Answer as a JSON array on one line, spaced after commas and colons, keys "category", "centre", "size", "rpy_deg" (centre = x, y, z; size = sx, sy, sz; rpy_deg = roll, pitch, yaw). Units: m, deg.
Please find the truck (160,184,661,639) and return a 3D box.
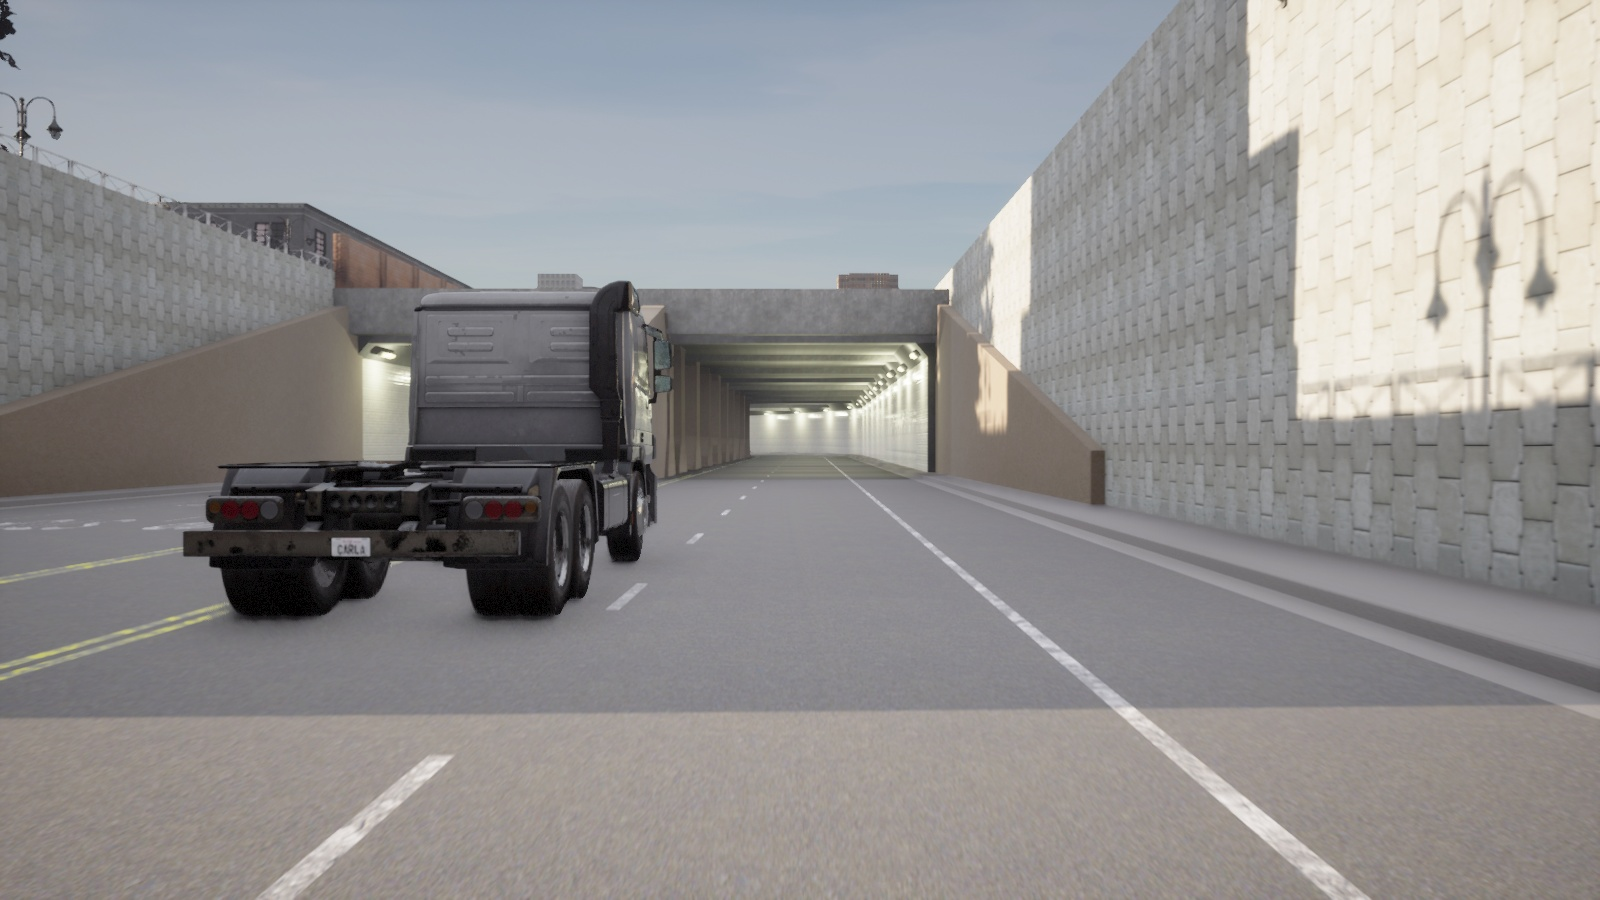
[{"category": "truck", "centre": [-3.408, -0.314, 13.534], "size": [2.891, 3.462, 7.936], "rpy_deg": [0, 0, 0]}]
